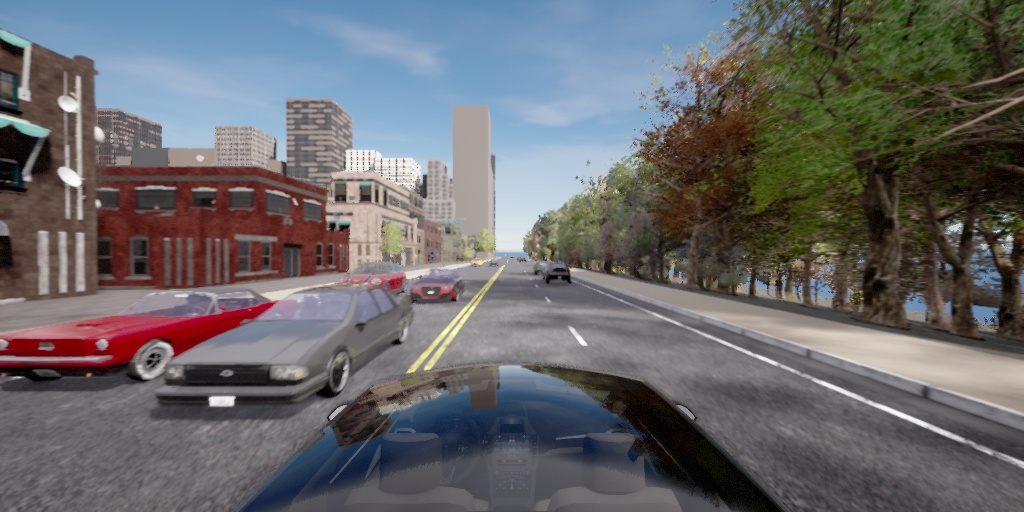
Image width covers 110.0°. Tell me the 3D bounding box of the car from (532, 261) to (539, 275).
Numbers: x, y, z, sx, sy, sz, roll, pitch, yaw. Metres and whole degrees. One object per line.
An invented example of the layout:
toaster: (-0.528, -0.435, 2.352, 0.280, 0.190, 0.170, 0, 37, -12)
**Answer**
car: (3.277, 1.272, 39.178, 2.033, 1.411, 5.357, 0, 0, 1)

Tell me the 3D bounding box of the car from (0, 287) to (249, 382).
car: (-6.597, 1.348, 7.286, 1.895, 1.301, 4.718, 0, 0, 0)

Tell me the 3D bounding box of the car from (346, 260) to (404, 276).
car: (-6.583, 1.092, 17.205, 2.097, 1.767, 4.553, 0, 0, 0)

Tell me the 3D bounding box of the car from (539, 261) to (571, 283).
car: (3.358, 1.240, 27.556, 1.837, 1.490, 4.892, 0, 0, 0)

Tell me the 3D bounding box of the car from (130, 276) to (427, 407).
car: (-3.348, 1.294, 6.812, 2.033, 1.411, 5.357, 0, 0, 0)

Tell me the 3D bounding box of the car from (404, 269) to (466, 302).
car: (-3.337, 1.304, 16.731, 1.994, 1.385, 4.181, 0, 0, 0)
